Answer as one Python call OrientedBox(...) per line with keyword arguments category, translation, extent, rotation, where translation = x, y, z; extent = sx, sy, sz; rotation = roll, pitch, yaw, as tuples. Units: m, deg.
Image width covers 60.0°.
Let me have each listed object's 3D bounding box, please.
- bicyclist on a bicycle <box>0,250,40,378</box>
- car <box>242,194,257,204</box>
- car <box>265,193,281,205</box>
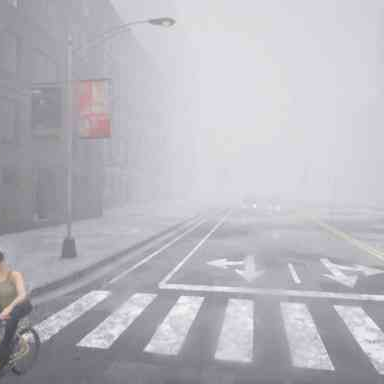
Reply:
OrientedBox(category="bicyclist on a bicycle", translation=(-2.180, 1.448, 3.636), extent=(0.866, 1.612, 1.509), rotation=(-2, 2, 11))
OrientedBox(category="car", translation=(8.145, 0.963, 47.159), extent=(1.812, 1.442, 4.674), rotation=(0, 1, 10))
OrientedBox(category="car", translation=(11.341, 0.934, 46.569), extent=(2.128, 1.511, 4.902), rotation=(0, 1, 10))
